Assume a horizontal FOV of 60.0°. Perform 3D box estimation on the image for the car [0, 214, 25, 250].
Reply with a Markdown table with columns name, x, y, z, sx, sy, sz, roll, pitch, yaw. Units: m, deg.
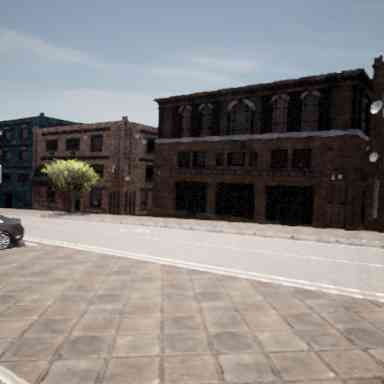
| name | x | y | z | sx | sy | sz | roll | pitch | yaw |
| --- | --- | --- | --- | --- | --- | --- | --- | --- | --- |
| car | -8.343 | 1.388 | 11.358 | 2.231 | 1.521 | 4.892 | 0 | 0 | 36 |
